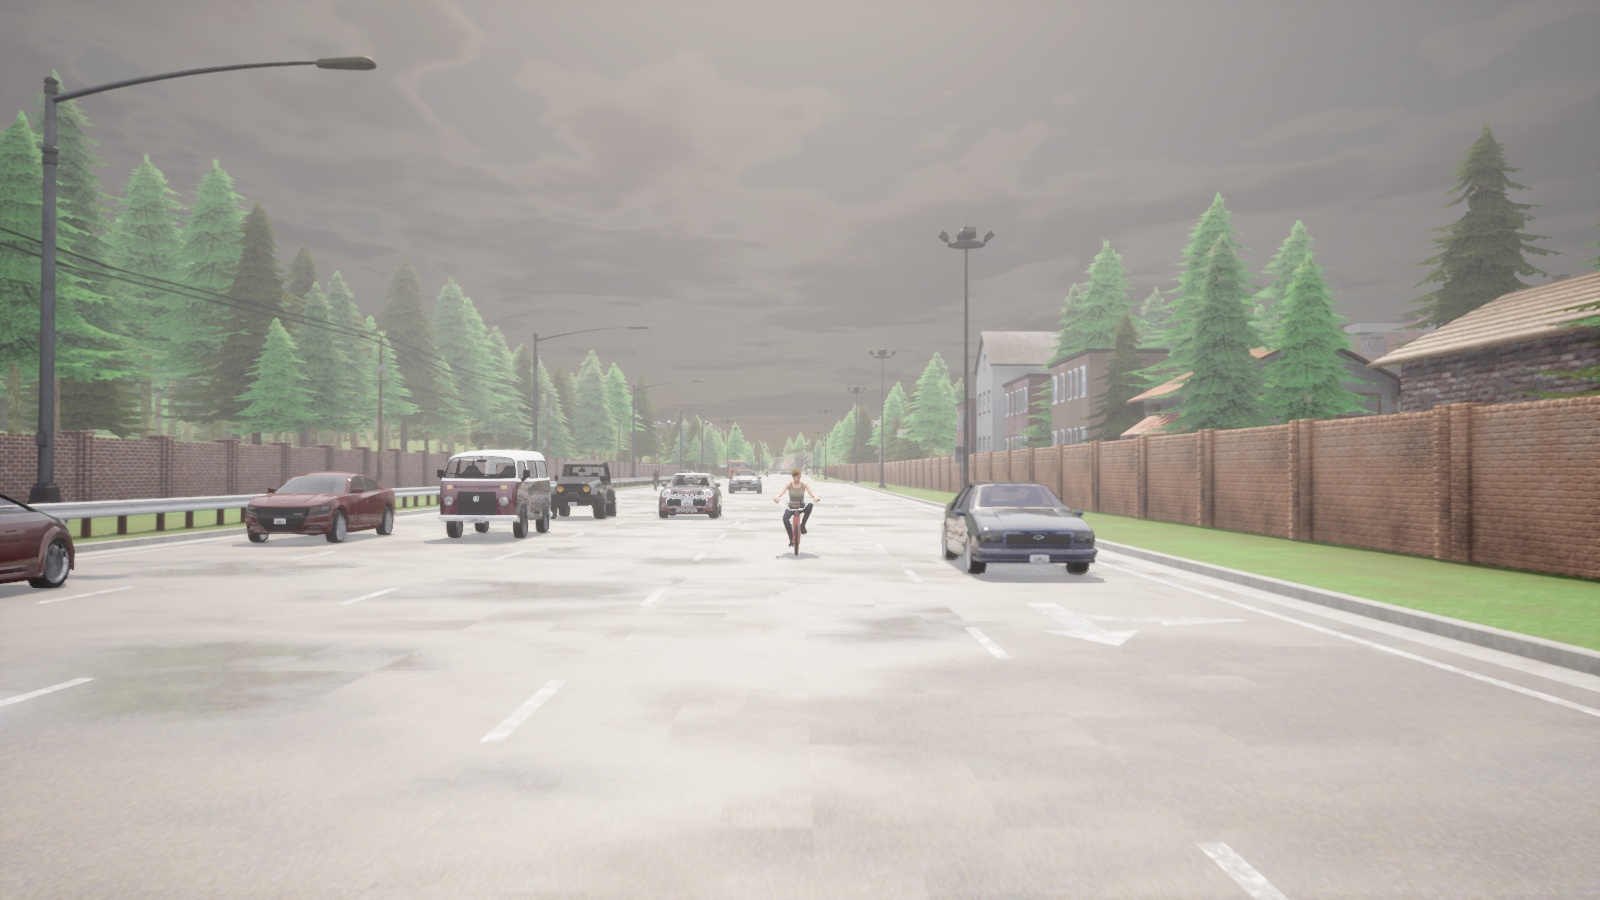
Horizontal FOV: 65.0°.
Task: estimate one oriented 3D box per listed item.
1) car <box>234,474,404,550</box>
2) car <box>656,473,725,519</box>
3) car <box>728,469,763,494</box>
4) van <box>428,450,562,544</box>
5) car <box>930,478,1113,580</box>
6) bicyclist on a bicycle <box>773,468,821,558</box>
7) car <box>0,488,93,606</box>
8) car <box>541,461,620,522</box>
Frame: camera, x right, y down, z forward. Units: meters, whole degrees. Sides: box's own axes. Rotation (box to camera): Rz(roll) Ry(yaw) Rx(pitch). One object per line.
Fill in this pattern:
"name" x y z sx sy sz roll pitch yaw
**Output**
"car" -10.570 1.304 28.019 1.882 1.535 5.008 0 -1 0
"car" -3.604 1.495 41.868 1.970 1.475 3.806 0 -1 0
"car" -3.714 2.115 86.080 2.242 1.667 4.611 0 -1 0
"van" -7.075 1.062 29.614 2.069 2.038 4.480 0 -1 0
"car" 3.452 1.195 20.696 2.033 1.411 5.357 0 -1 0
"bicyclist on a bicycle" -0.054 1.143 23.396 0.866 1.612 1.509 0 -1 0
"car" -10.537 1.169 14.854 1.994 1.385 4.181 0 -1 0
"car" -7.103 1.326 41.020 1.905 1.878 3.866 0 -1 0
